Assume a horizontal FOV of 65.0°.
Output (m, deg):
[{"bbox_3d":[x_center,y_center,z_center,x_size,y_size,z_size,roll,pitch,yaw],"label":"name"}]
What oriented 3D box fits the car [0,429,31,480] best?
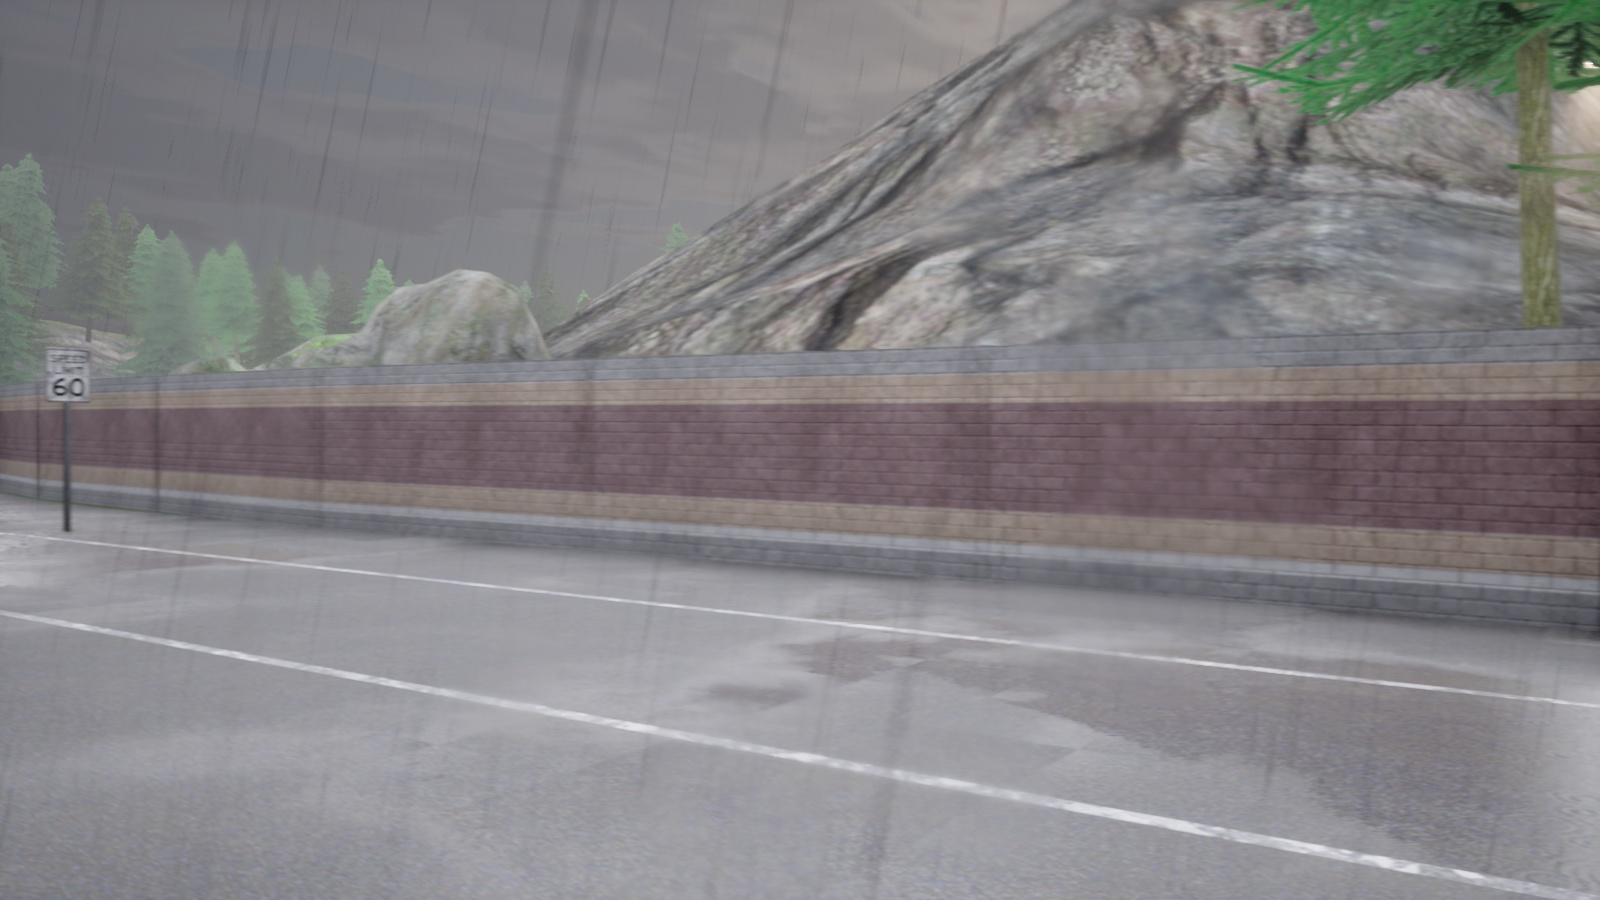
[{"bbox_3d":[-29.775,0.181,45.029,1.932,1.855,4.605,-1,1,-6],"label":"car"}]
